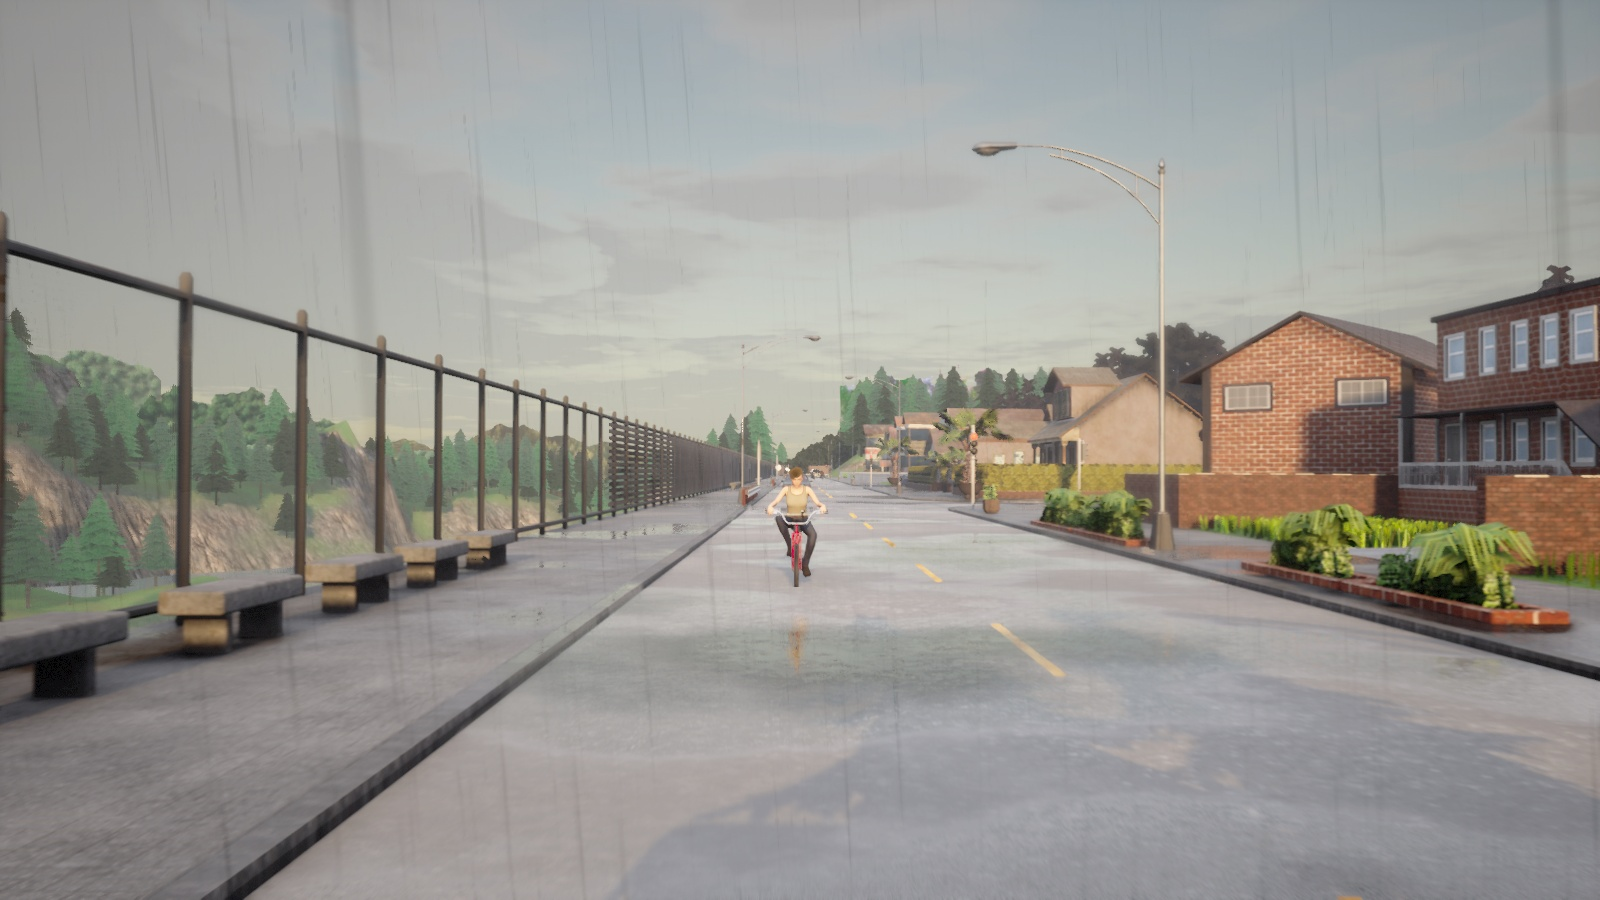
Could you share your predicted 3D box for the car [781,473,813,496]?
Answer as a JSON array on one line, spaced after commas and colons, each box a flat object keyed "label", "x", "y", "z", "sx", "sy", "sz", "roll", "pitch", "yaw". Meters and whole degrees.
[{"label": "car", "x": -0.194, "y": 2.230, "z": 81.685, "sx": 2.033, "sy": 1.411, "sz": 5.357, "roll": 0, "pitch": -1, "yaw": 0}]

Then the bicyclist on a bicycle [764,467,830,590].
[{"label": "bicyclist on a bicycle", "x": -0.037, "y": 1.041, "z": 17.292, "sx": 0.866, "sy": 1.612, "sz": 1.509, "roll": 0, "pitch": -1, "yaw": 0}]
